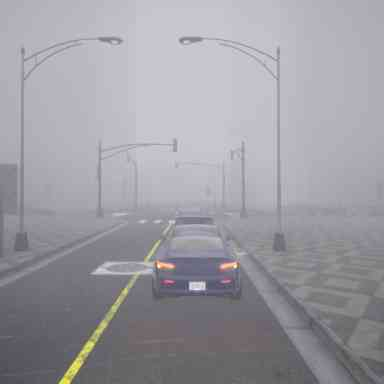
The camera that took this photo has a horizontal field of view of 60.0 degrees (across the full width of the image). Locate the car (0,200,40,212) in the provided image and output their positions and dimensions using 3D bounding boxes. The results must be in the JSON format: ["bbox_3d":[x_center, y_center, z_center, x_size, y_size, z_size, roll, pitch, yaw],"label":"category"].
[{"bbox_3d":[-20.151,1.580,38.173,4.403,1.369,2.008,0,-1,0],"label":"car"}]

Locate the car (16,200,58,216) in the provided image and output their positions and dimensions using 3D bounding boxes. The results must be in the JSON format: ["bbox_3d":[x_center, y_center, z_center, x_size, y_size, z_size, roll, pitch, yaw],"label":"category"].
[{"bbox_3d":[-14.583,1.437,29.667,4.829,1.417,1.752,0,-1,0],"label":"car"}]

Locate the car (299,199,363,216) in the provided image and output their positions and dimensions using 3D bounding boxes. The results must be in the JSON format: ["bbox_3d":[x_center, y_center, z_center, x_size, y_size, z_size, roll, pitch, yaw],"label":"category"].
[{"bbox_3d":[12.337,1.544,29.751,4.403,1.369,2.008,0,-1,0],"label":"car"}]

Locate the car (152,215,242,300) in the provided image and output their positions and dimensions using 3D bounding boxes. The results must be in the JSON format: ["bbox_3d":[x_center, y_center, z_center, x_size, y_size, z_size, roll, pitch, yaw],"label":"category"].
[{"bbox_3d":[0.105,1.528,8.292,1.812,1.442,4.674,0,0,0],"label":"car"}]

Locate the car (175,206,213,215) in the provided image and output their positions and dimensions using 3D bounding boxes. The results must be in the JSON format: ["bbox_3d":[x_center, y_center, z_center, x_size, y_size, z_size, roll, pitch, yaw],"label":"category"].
[{"bbox_3d":[0.103,1.483,17.630,1.882,1.535,5.008,0,0,0],"label":"car"}]

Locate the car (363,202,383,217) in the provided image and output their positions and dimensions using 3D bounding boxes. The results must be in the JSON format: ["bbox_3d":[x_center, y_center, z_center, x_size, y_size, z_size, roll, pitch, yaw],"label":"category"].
[{"bbox_3d":[18.007,1.579,29.769,4.313,1.339,1.947,0,-1,0],"label":"car"}]

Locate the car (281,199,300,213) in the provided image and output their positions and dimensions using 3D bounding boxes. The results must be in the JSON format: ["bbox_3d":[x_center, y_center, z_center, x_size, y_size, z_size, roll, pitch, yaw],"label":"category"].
[{"bbox_3d":[12.340,1.563,38.277,4.097,1.590,1.967,0,-1,0],"label":"car"}]

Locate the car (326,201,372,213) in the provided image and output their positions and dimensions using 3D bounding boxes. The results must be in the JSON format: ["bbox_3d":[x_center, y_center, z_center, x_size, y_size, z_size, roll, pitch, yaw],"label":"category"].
[{"bbox_3d":[18.010,1.694,38.293,4.403,1.369,2.008,0,-1,0],"label":"car"}]
